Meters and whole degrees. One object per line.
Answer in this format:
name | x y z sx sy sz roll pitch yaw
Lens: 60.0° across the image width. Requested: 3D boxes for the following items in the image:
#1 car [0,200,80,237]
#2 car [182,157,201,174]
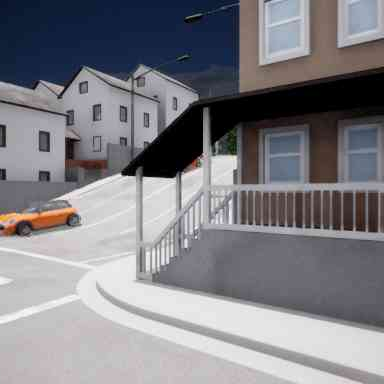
car | -8.895 1.377 19.242 2.097 1.767 4.553 0 5 35
car | -1.148 -2.701 30.528 2.097 1.767 4.553 0 16 35
